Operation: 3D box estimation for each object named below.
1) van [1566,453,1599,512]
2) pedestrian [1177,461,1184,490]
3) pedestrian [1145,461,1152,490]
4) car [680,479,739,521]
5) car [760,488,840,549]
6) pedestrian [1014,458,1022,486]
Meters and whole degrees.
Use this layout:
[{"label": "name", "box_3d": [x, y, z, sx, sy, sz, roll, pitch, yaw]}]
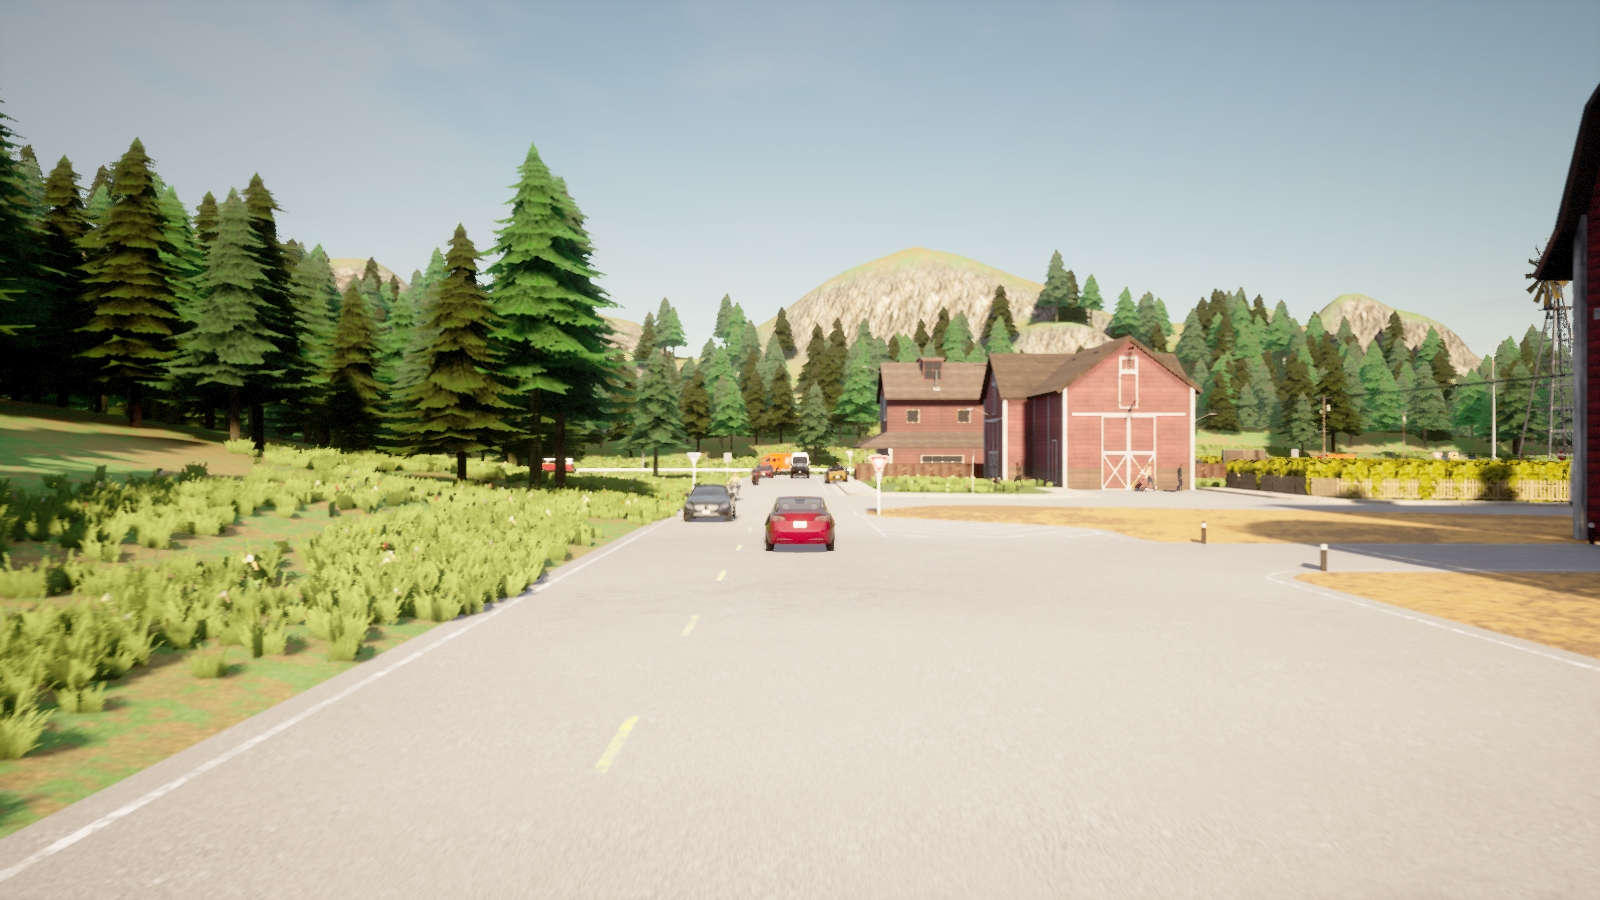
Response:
[{"label": "van", "box_3d": [36.840, 1.414, 49.389, 5.915, 2.561, 1.988, 0, 0, 24]}, {"label": "pedestrian", "box_3d": [24.206, 1.618, 72.704, 0.375, 1.860, 0.375, 0, 0, 22]}, {"label": "pedestrian", "box_3d": [22.425, 1.617, 73.468, 0.375, 1.860, 0.375, 0, 0, 22]}, {"label": "car", "box_3d": [-3.547, 1.941, 45.335, 2.002, 1.442, 4.674, 0, 0, 0]}, {"label": "car", "box_3d": [0.001, 1.923, 33.302, 2.163, 1.488, 4.792, 0, 0, 0]}, {"label": "pedestrian", "box_3d": [14.415, 1.468, 75.514, 0.375, 1.860, 0.375, 0, 0, 44]}]
